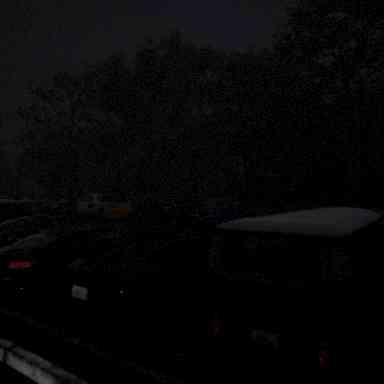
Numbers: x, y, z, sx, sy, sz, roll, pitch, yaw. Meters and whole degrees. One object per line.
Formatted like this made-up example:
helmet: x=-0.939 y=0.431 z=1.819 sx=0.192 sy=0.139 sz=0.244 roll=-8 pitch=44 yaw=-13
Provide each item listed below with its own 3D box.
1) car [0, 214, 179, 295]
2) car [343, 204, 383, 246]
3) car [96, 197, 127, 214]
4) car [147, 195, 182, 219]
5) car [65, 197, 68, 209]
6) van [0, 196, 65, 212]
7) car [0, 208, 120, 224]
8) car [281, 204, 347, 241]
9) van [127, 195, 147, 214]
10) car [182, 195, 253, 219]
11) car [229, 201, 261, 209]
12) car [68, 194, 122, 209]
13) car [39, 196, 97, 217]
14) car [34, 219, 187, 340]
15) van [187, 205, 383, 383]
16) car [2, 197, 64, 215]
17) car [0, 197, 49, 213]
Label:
car: x=-2.621 y=1.536 z=8.441 sx=2.002 sy=1.452 sz=4.674 roll=0 pitch=0 yaw=35
car: x=9.067 y=1.480 z=16.410 sx=1.946 sy=1.575 sz=5.366 roll=0 pitch=0 yaw=35
car: x=-4.508 y=1.418 z=26.064 sx=1.946 sy=1.575 sz=5.366 roll=0 pitch=0 yaw=35
car: x=-0.075 y=1.202 z=22.718 sx=2.435 sy=2.045 sz=5.566 roll=0 pitch=0 yaw=35
car: x=-9.157 y=1.418 z=29.107 sx=2.163 sy=1.488 sz=4.792 roll=0 pitch=0 yaw=35
van: x=-7.123 y=1.251 z=11.789 sx=1.878 sy=1.987 sz=4.442 roll=0 pitch=0 yaw=35
car: x=-4.900 y=1.488 z=10.073 sx=2.231 sy=1.521 sz=4.892 roll=0 pitch=0 yaw=35
car: x=6.684 y=1.513 z=17.842 sx=2.163 sy=1.488 sz=4.792 roll=0 pitch=0 yaw=35
van: x=-2.286 y=1.212 z=24.399 sx=1.878 sy=1.987 sz=4.442 roll=0 pitch=0 yaw=35
car: x=2.155 y=1.214 z=21.063 sx=2.435 sy=2.045 sz=5.566 roll=0 pitch=0 yaw=35
car: x=4.449 y=1.504 z=19.502 sx=2.163 sy=1.488 sz=4.792 roll=0 pitch=0 yaw=35
car: x=-6.860 y=1.153 z=27.544 sx=2.435 sy=2.045 sz=5.566 roll=0 pitch=0 yaw=35
car: x=-11.385 y=1.246 z=30.764 sx=2.185 sy=1.767 sz=4.553 roll=0 pitch=0 yaw=35
car: x=-0.314 y=1.532 z=6.840 sx=2.163 sy=1.488 sz=4.792 roll=0 pitch=0 yaw=35
van: x=2.021 y=1.276 z=5.286 sx=1.878 sy=1.987 sz=4.442 roll=0 pitch=0 yaw=35
car: x=-16.034 y=1.336 z=33.805 sx=1.946 sy=1.575 sz=5.366 roll=0 pitch=0 yaw=35
car: x=-18.186 y=1.323 z=35.570 sx=2.231 sy=1.521 sz=4.892 roll=0 pitch=0 yaw=35
